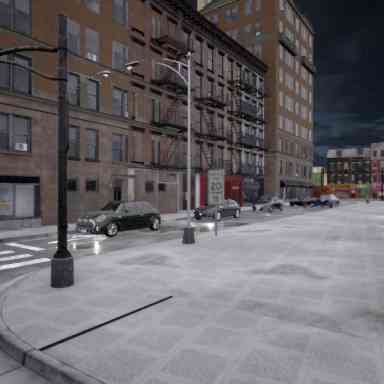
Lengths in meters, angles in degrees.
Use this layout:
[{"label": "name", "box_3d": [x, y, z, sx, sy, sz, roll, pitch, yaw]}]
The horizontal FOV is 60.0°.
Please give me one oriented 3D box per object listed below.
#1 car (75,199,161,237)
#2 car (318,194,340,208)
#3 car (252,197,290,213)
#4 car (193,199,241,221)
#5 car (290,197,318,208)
[{"label": "car", "box_3d": [-3.727, 1.218, 17.331, 2.097, 1.767, 4.553, 0, 1, 37]}, {"label": "car", "box_3d": [16.801, 1.016, 41.210, 2.097, 1.767, 4.553, 0, 1, 36]}, {"label": "car", "box_3d": [7.616, 1.223, 33.049, 2.128, 1.511, 4.902, 0, 0, 36]}, {"label": "car", "box_3d": [2.008, 1.300, 25.260, 1.837, 1.490, 4.892, 0, 1, 36]}, {"label": "car", "box_3d": [13.771, 1.264, 41.535, 1.895, 1.301, 4.718, 0, 1, 36]}]
